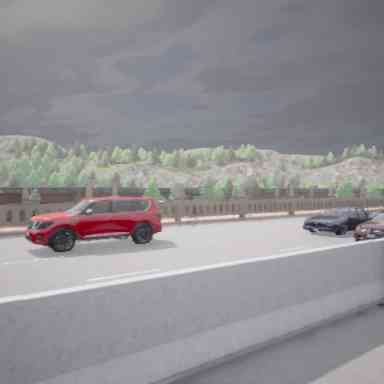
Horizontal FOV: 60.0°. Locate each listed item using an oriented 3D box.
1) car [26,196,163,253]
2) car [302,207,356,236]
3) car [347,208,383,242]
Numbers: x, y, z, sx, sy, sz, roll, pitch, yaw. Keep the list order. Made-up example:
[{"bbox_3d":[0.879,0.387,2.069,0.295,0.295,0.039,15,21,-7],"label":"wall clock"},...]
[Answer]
[{"bbox_3d":[-3.906,1.223,14.102,5.566,2.045,2.150,0,0,-35],"label":"car"},{"bbox_3d":[8.521,1.549,18.662,5.357,1.411,2.033,0,0,-35],"label":"car"},{"bbox_3d":[9.130,1.527,14.796,4.674,1.442,1.812,0,0,-35],"label":"car"}]
